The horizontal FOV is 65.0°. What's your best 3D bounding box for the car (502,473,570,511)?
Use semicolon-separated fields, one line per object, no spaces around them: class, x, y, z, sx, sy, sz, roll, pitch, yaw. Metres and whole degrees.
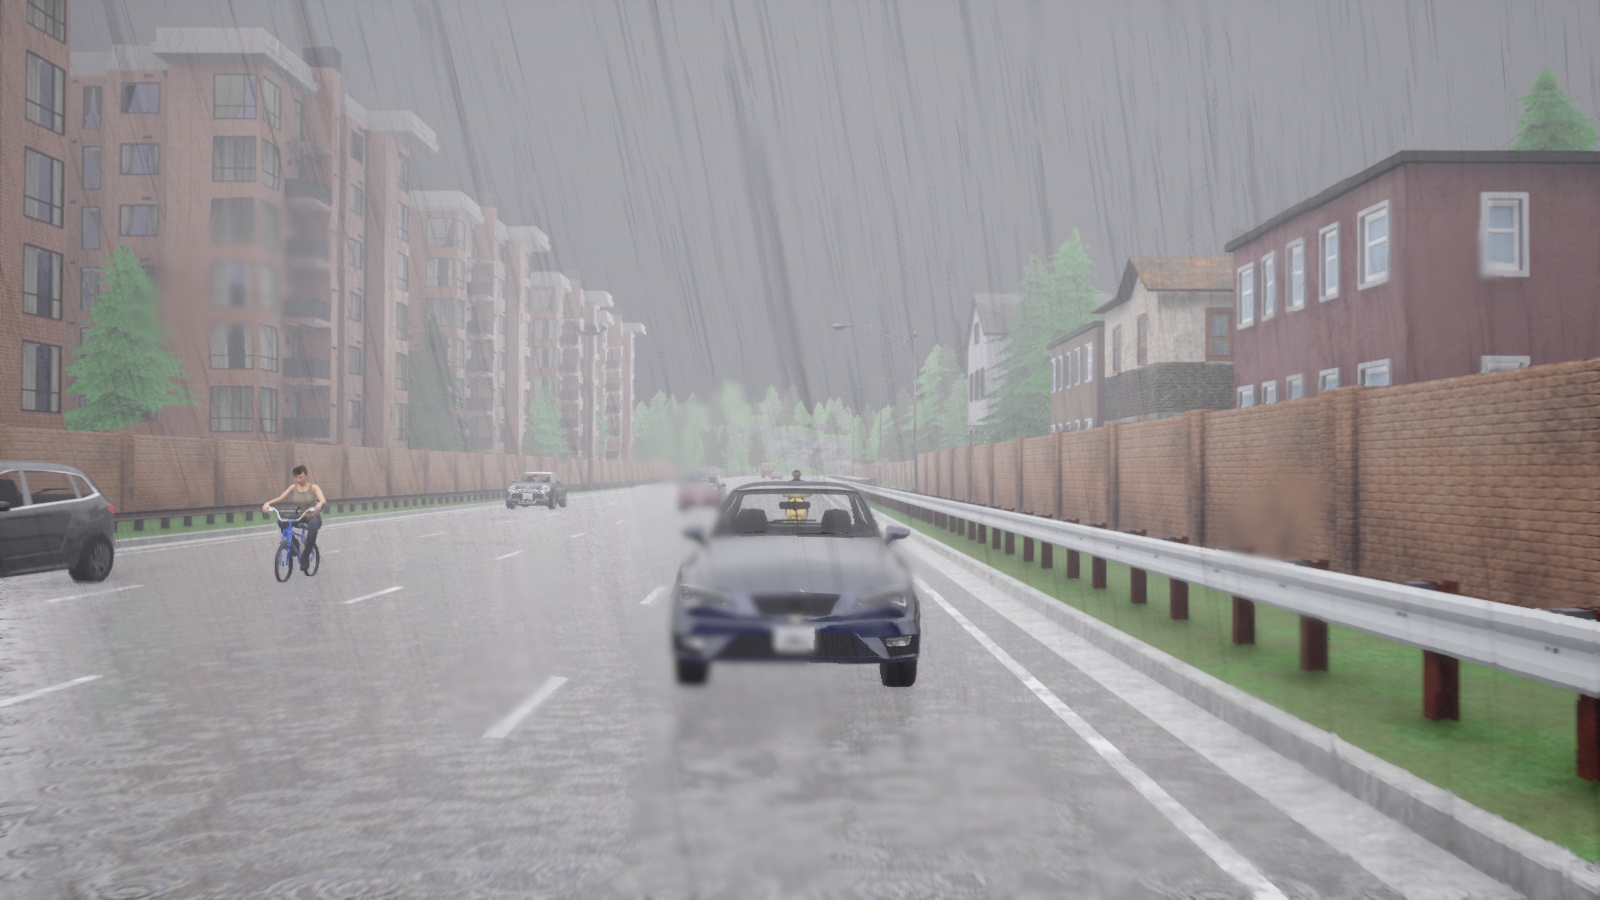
car;-10.623;1.672;50.744;1.970;1.475;3.806;0;-1;0

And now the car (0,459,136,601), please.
car;-10.538;0.960;15.497;2.242;1.667;4.611;0;-1;0

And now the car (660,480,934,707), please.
car;-0.025;1.004;10.465;1.816;1.474;4.193;0;-1;0

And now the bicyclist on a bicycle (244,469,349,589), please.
bicyclist on a bicycle;-7.038;1.074;17.628;0.866;1.612;1.509;0;-1;0

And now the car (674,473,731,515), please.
car;-3.614;1.630;47.045;1.845;1.501;3.633;0;-1;0
